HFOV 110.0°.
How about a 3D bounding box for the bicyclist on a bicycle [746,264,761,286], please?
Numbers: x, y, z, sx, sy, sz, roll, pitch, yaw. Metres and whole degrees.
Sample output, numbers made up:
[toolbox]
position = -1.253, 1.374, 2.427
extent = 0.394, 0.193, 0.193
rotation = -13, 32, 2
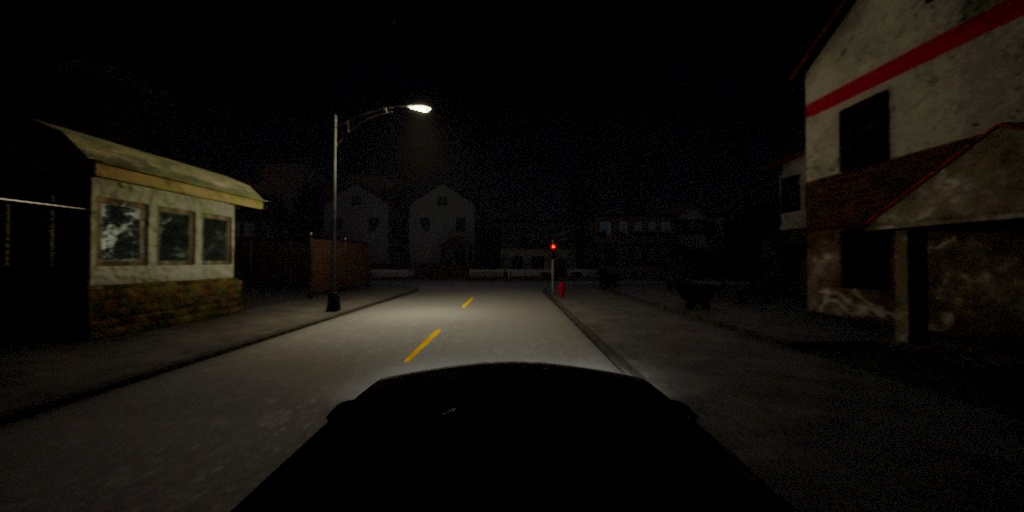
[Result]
[bicyclist on a bicycle]
position = 18.135, 1.437, 26.952
extent = 0.582, 1.620, 1.656
rotation = 0, -1, 0
